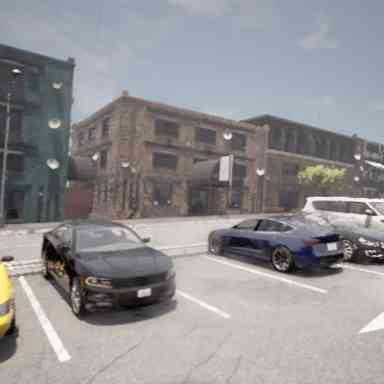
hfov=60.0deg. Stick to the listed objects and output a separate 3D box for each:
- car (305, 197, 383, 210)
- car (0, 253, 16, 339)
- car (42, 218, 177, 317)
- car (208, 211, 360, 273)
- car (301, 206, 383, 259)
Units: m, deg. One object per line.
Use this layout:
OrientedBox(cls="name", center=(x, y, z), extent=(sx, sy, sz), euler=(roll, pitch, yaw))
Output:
OrientedBox(cls="car", center=(7.195, 1.253, 13.924), extent=(2.435, 2.045, 5.566), euler=(0, 0, -33))
OrientedBox(cls="car", center=(-4.420, 1.428, 6.081), extent=(1.946, 1.575, 5.366), euler=(0, 0, -33))
OrientedBox(cls="car", center=(-2.187, 1.441, 7.781), extent=(2.097, 1.535, 5.008), euler=(0, 0, -33))
OrientedBox(cls="car", center=(2.481, 1.499, 10.888), extent=(2.163, 1.488, 4.792), euler=(0, 0, -33))
OrientedBox(cls="car", center=(4.831, 1.487, 12.407), extent=(2.231, 1.521, 4.892), euler=(0, 0, -33))
